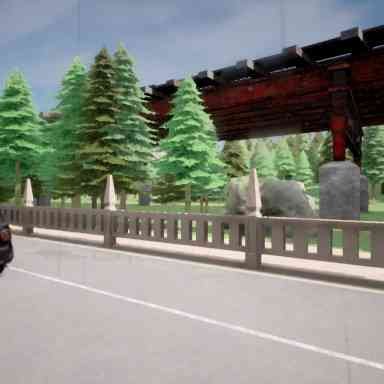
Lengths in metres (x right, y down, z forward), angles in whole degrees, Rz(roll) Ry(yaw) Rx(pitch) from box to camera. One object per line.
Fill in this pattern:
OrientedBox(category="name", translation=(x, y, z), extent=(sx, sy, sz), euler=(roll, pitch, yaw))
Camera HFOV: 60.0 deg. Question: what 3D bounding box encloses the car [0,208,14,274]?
OrientedBox(category="car", translation=(-7.097, 1.220, 9.074), extent=(5.566, 2.045, 2.150), euler=(0, 0, 35))
